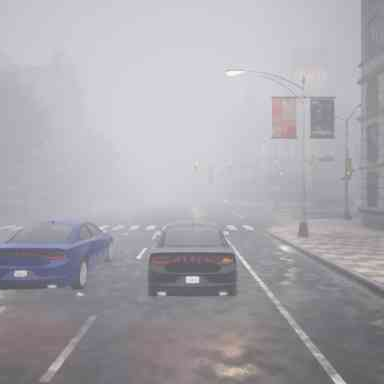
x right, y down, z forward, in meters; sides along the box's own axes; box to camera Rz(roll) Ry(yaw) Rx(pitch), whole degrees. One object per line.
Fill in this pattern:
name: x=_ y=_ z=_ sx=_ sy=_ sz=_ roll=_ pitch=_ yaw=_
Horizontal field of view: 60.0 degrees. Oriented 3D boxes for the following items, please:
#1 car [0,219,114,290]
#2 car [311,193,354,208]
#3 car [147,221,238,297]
car: x=-3.489 y=1.478 z=9.118 sx=1.882 sy=1.535 sz=5.008 roll=0 pitch=0 yaw=-2
car: x=19.583 y=1.221 z=46.347 sx=5.566 sy=2.045 sz=2.150 roll=0 pitch=0 yaw=0
car: x=0.007 y=1.478 z=8.651 sx=1.882 sy=1.535 sz=5.008 roll=0 pitch=0 yaw=0
